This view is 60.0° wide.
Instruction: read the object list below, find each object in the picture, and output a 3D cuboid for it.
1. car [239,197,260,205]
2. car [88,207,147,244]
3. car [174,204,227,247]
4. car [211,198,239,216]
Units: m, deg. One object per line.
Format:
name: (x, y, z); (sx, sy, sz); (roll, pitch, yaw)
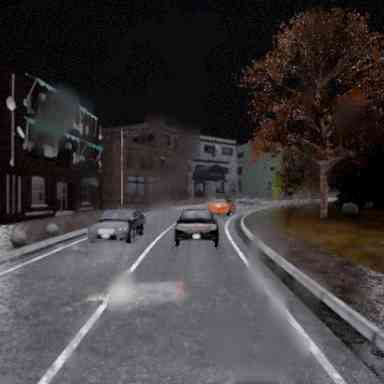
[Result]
car: (9.278, 1.418, 55.958); (4.718, 1.301, 1.895); (-1, 0, -39)
car: (-3.385, 1.501, 15.810); (2.128, 1.511, 4.902); (0, 0, 2)
car: (0.258, 1.499, 15.225); (2.128, 1.511, 4.902); (0, 0, 2)
car: (3.033, 1.343, 32.692); (2.097, 1.767, 4.553); (0, 0, 16)
